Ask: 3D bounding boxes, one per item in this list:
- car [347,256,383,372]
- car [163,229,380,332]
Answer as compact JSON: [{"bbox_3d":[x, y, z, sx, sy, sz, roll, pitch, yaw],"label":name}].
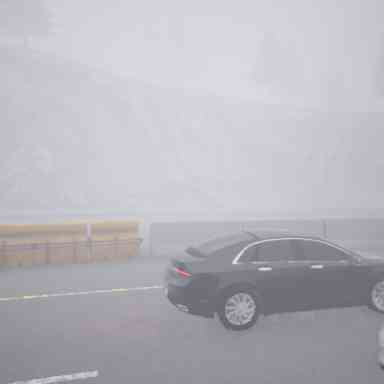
[{"bbox_3d":[4.332,1.526,3.568,4.674,1.442,1.812,0,0,-14],"label":"car"},{"bbox_3d":[1.883,1.505,6.556,4.892,1.490,1.837,0,0,-15],"label":"car"}]
